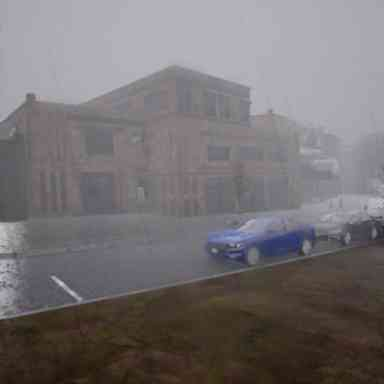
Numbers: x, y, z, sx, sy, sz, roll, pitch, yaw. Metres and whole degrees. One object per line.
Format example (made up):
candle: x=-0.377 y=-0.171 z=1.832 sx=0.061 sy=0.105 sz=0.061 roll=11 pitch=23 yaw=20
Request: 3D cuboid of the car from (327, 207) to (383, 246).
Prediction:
car: x=7.589 y=1.691 z=16.634 sx=4.892 sy=1.521 sz=2.231 roll=0 pitch=0 yaw=-40

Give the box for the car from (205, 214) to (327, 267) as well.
car: x=2.712 y=1.690 z=12.603 sx=5.008 sy=1.535 sz=2.097 roll=0 pitch=0 yaw=-38
